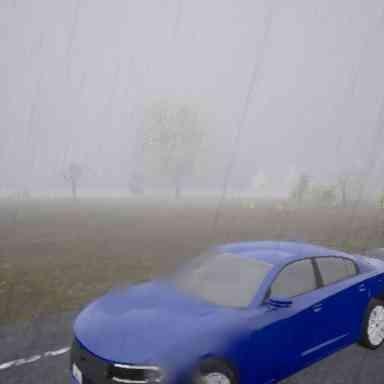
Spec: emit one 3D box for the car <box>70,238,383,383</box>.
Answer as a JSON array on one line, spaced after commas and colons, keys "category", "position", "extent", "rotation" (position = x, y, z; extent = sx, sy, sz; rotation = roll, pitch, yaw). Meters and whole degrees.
[{"category": "car", "position": [0.931, 1.475, 4.655], "extent": [5.008, 1.535, 1.882], "rotation": [0, 0, -36]}]
